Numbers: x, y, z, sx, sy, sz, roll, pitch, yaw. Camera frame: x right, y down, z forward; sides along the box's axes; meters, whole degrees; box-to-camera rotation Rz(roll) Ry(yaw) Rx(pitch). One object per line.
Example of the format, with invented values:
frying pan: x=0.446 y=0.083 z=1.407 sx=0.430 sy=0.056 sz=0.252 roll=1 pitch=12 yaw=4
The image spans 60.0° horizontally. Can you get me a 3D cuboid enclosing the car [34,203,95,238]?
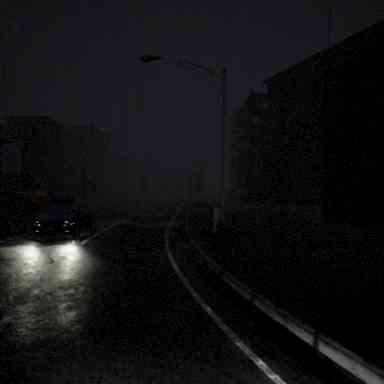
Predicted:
car: x=-6.347 y=1.330 z=17.062 sx=1.882 sy=1.535 sz=5.008 roll=0 pitch=0 yaw=-4
